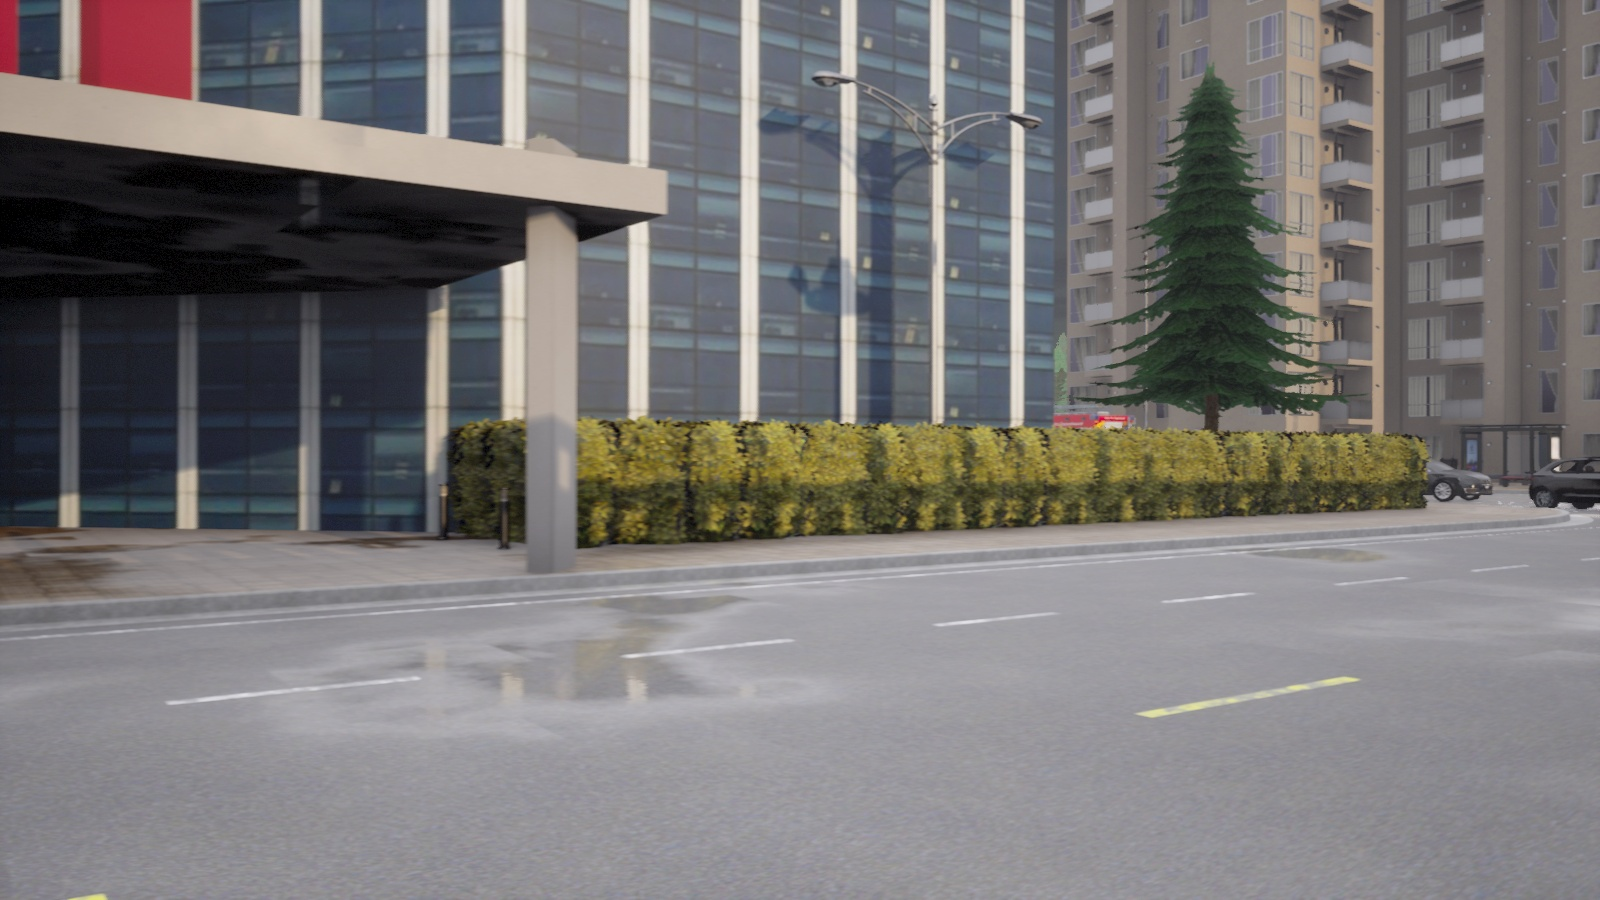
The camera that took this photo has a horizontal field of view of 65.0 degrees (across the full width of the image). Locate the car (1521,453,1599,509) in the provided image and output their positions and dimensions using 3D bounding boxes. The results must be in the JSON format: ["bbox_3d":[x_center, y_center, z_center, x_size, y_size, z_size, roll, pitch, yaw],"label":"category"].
[{"bbox_3d":[21.913,0.825,33.702,1.816,1.474,4.193,0,-1,-21],"label":"car"}]

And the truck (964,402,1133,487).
[{"bbox_3d":[11.960,-0.239,61.416,2.891,3.827,8.468,0,0,-35],"label":"truck"}]

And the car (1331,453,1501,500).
[{"bbox_3d":[20.780,0.866,42.569,1.837,1.490,4.892,0,0,-35],"label":"car"}]
